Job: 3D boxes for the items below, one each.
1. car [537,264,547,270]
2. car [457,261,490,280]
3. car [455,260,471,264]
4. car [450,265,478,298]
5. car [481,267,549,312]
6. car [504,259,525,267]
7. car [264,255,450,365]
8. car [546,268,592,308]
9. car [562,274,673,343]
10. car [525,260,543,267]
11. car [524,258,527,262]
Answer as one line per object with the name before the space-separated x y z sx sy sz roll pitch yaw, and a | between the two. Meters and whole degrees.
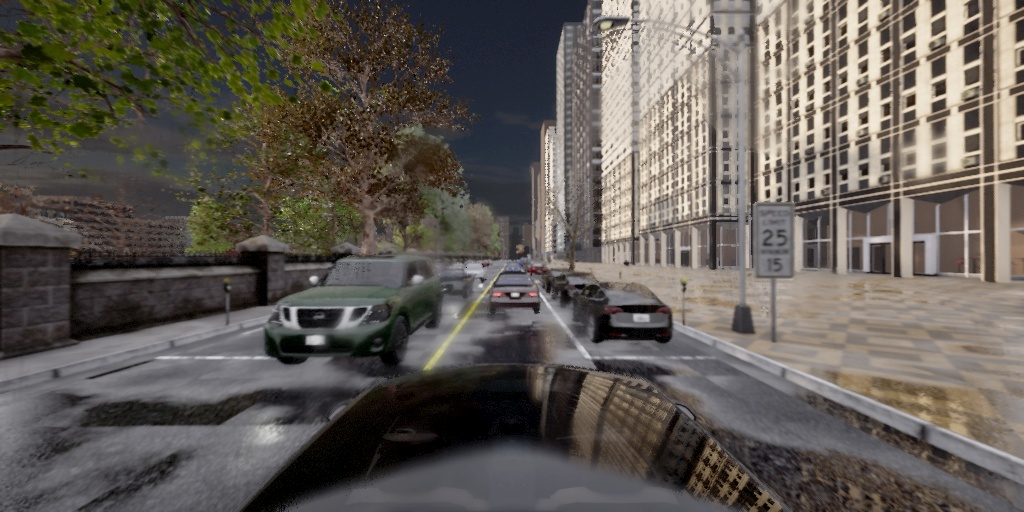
car | 2.693 1.351 20.804 1.948 1.339 4.313 0 0 0
car | -3.062 1.329 29.073 1.812 1.442 4.674 0 0 0
car | -5.683 1.349 37.533 1.751 1.417 4.829 0 0 0
car | -3.078 1.345 18.403 1.994 1.385 4.181 0 0 0
car | 0.101 1.320 14.210 2.033 1.411 5.357 0 0 0
car | 0.109 1.376 39.824 2.033 1.411 5.357 0 0 0
car | -3.094 0.984 8.426 2.150 2.045 5.566 0 0 0
car | 2.691 1.340 15.171 1.948 1.339 4.313 0 0 0
car | 2.690 1.329 9.538 1.948 1.339 4.313 0 0 0
car | 2.697 1.368 37.701 1.888 1.381 4.507 0 0 0
car | 2.698 1.277 43.333 1.967 1.591 4.097 0 0 0
